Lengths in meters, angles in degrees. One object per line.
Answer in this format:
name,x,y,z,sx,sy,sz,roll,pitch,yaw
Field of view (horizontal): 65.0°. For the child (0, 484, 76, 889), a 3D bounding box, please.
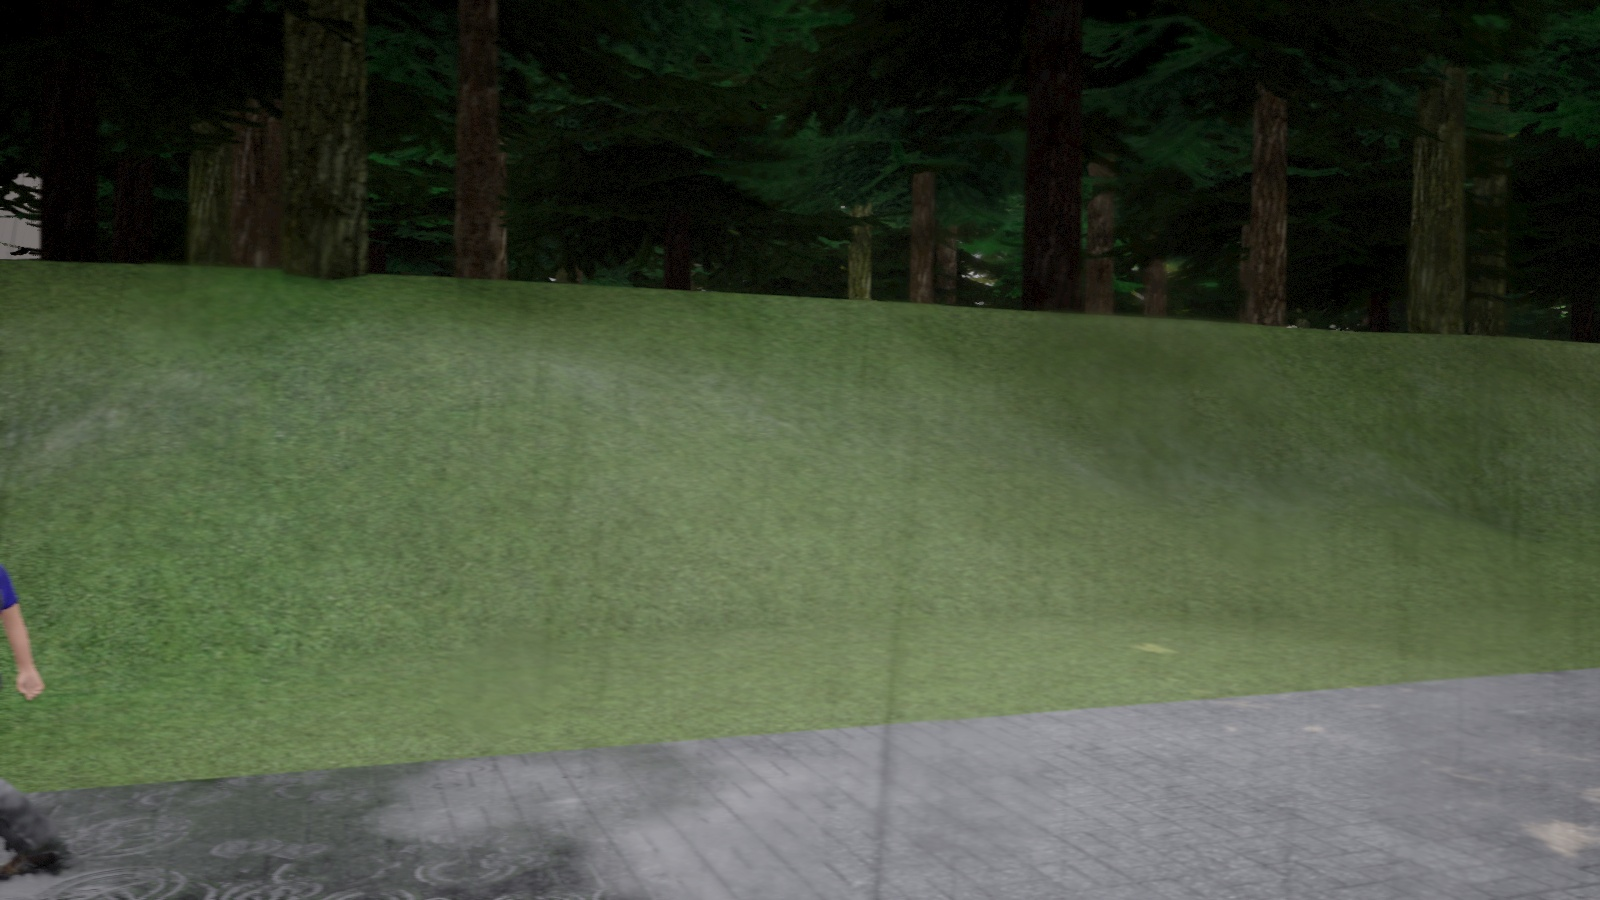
child,-2.637,0.750,4.057,0.437,1.263,0.270,-1,1,-13
